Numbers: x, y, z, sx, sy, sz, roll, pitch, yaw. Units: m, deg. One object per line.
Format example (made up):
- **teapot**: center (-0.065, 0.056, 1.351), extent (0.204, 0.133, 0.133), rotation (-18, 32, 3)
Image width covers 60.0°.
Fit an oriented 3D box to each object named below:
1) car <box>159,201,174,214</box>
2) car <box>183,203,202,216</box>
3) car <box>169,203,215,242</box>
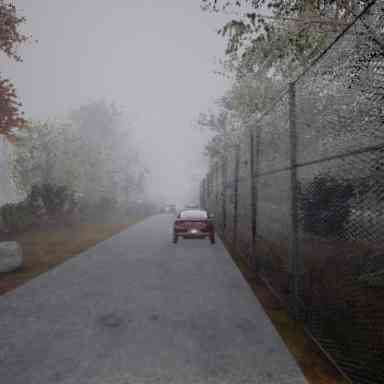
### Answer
- **car**: center (-2.965, 1.922, 41.524), extent (2.128, 1.511, 4.902), rotation (0, -1, 0)
- **car**: center (-0.002, 1.907, 37.110), extent (1.994, 1.385, 4.181), rotation (0, -1, 0)
- **car**: center (0.079, 1.546, 16.666), extent (1.882, 1.535, 5.008), rotation (0, -1, 0)
